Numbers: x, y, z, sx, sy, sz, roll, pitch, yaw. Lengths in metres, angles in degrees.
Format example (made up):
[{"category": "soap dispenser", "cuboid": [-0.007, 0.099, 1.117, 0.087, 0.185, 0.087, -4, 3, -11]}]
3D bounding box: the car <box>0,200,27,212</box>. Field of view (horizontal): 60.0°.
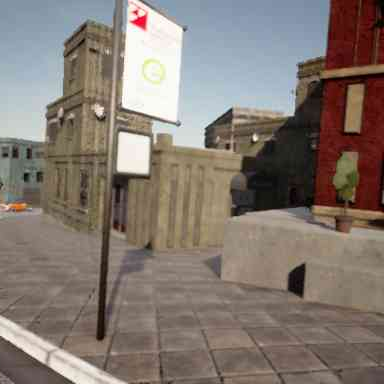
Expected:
[{"category": "car", "cuboid": [-25.802, 1.924, 47.761, 2.097, 1.767, 4.553, 4, -2, 8]}]
